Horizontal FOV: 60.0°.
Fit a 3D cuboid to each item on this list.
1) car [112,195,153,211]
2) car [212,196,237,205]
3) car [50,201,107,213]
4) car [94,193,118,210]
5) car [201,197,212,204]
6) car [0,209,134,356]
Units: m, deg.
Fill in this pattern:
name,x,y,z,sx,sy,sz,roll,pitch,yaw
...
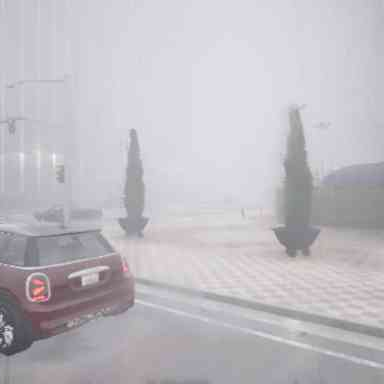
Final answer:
name,x,y,z,sx,sy,sz,roll,pitch,yaw
car,-6.750,1.458,39.904,2.128,1.511,4.902,0,0,35
car,6.215,1.460,58.315,2.128,1.511,4.902,0,0,35
car,-8.962,1.575,24.654,1.895,1.301,4.718,0,0,36
car,-9.779,1.183,41.682,2.150,2.045,5.566,0,0,35
car,3.348,1.528,60.318,1.994,1.385,4.181,0,0,35
car,-3.271,1.345,6.301,4.553,1.767,2.097,0,0,36
